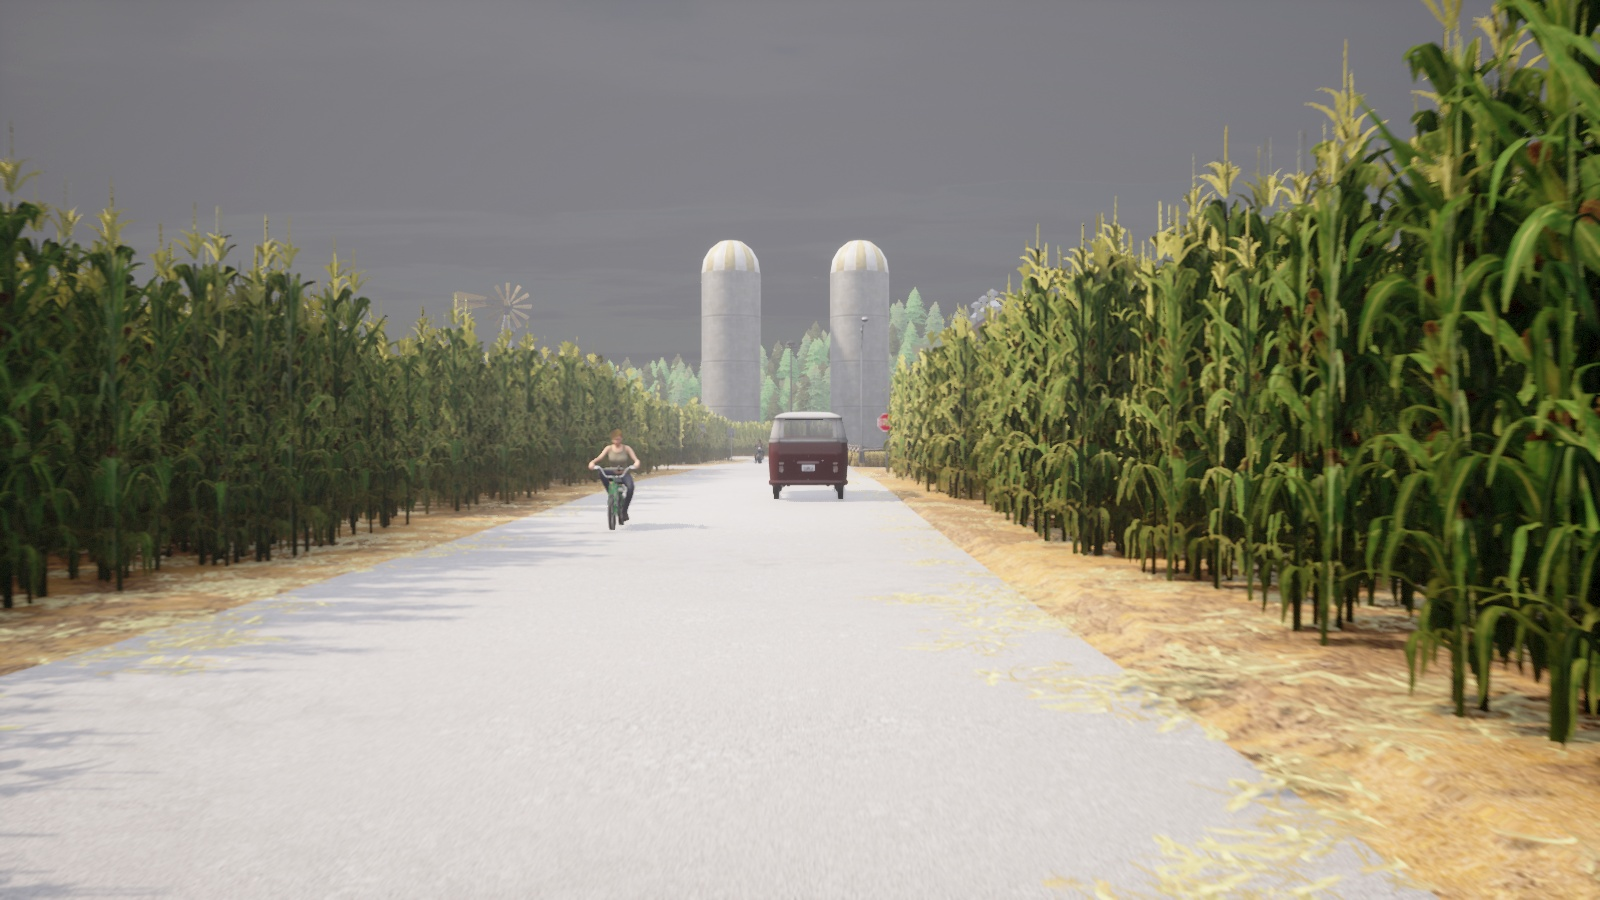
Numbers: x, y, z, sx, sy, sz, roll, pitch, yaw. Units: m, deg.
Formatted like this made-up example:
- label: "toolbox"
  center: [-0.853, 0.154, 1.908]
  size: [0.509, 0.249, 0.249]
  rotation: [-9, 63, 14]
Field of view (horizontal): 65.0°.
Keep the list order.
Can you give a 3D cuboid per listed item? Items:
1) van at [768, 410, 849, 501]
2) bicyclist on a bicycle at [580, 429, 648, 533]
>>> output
- label: "van"
  center: [0.193, 0.075, 29.685]
  size: [1.775, 1.987, 4.442]
  rotation: [0, 1, 0]
- label: "bicyclist on a bicycle"
  center: [-2.977, 0.463, 20.205]
  size: [0.866, 1.612, 1.509]
  rotation: [0, 1, 0]
